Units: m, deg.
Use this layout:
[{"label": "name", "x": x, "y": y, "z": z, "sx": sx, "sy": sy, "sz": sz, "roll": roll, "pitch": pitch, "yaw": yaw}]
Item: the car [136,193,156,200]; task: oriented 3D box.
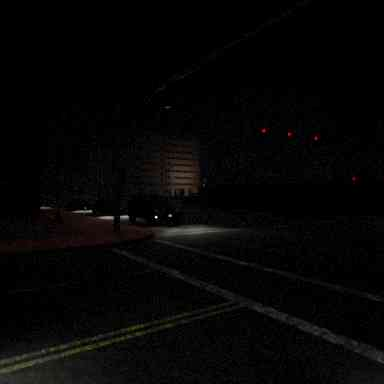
[{"label": "car", "x": -11.498, "y": 1.153, "z": 83.878, "sx": 4.605, "sy": 1.855, "sz": 1.932, "roll": 0, "pitch": 0, "yaw": -34}]

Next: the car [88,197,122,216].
[{"label": "car", "x": -8.561, "y": 1.505, "z": 33.238, "sx": 1.837, "sy": 1.490, "sz": 4.892, "roll": 0, "pitch": 0, "yaw": -32}]

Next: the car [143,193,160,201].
[{"label": "car", "x": -9.918, "y": 1.156, "z": 81.452, "sx": 3.866, "sy": 1.878, "sz": 1.905, "roll": 0, "pitch": 0, "yaw": -34}]

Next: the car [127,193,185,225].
[{"label": "car", "x": -2.943, "y": 1.222, "z": 24.478, "sx": 2.150, "sy": 2.045, "sz": 5.566, "roll": 0, "pitch": 0, "yaw": -33}]

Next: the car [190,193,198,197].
[{"label": "car", "x": 1.127, "y": 1.156, "z": 65.232, "sx": 3.866, "sy": 1.878, "sz": 1.905, "roll": 0, "pitch": 0, "yaw": -34}]

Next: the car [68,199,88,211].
[{"label": "car", "x": -14.255, "y": 1.547, "z": 42.122, "sx": 2.033, "sy": 1.411, "sz": 5.357, "roll": 0, "pitch": 0, "yaw": -34}]
